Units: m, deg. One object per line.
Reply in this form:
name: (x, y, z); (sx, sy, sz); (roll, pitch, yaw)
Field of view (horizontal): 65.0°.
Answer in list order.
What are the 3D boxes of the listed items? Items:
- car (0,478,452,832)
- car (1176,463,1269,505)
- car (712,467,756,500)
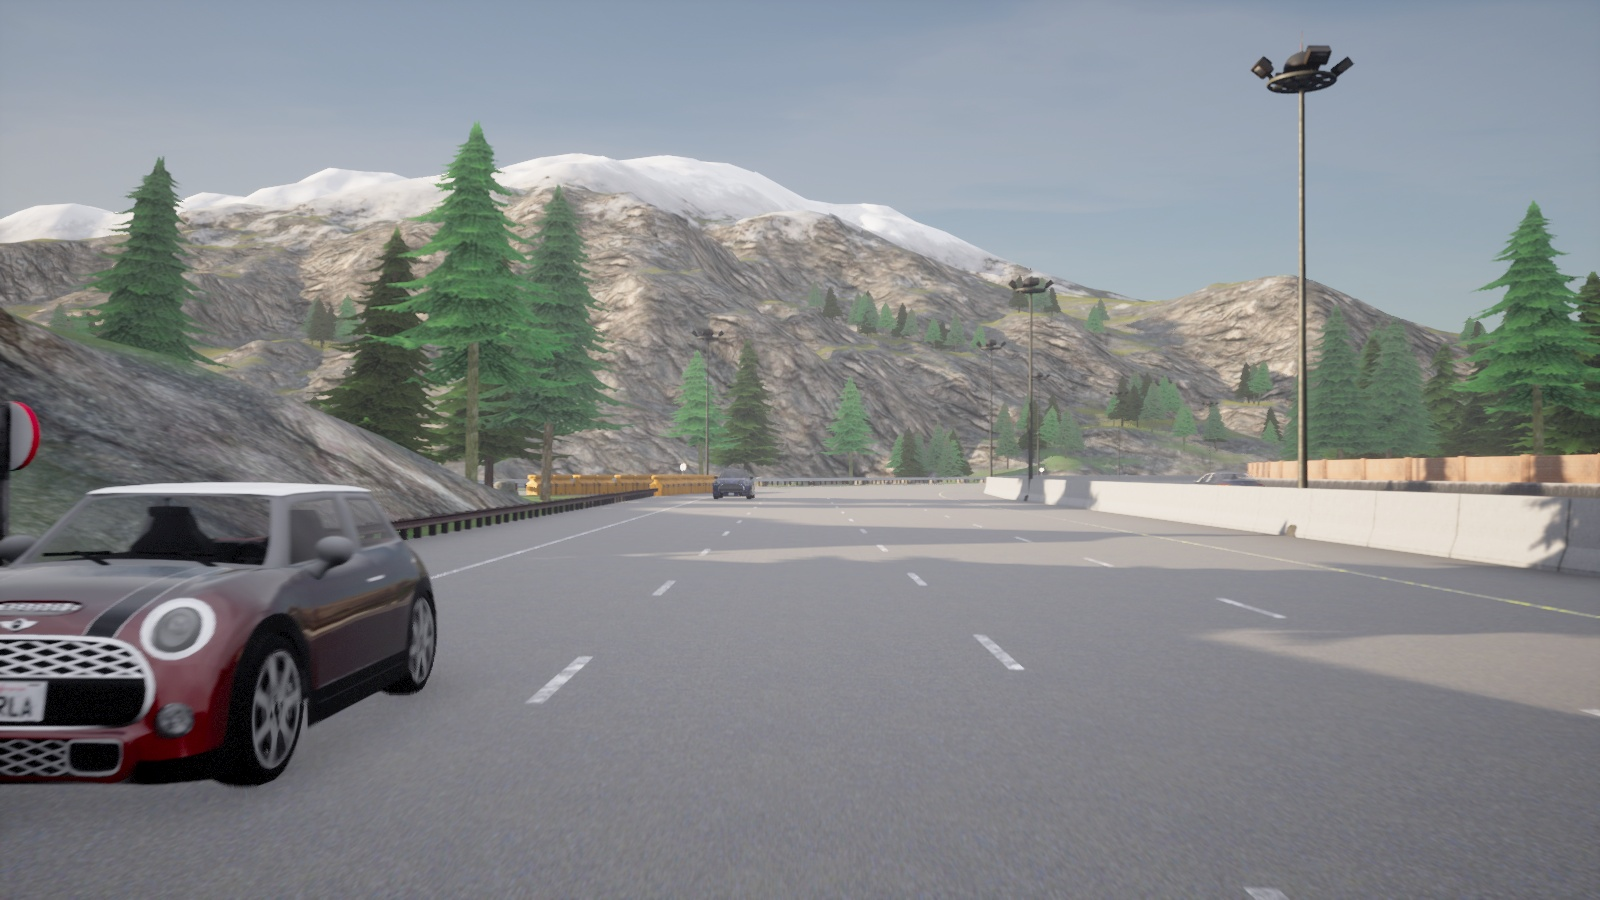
car: (-3.518, 0.915, 7.240); (1.970, 1.475, 3.806); (0, -1, 0)
car: (17.373, 1.393, 51.922); (2.152, 1.651, 5.027); (0, -1, 0)
car: (-3.632, 1.850, 69.462); (2.097, 1.767, 4.553); (0, -1, 1)
